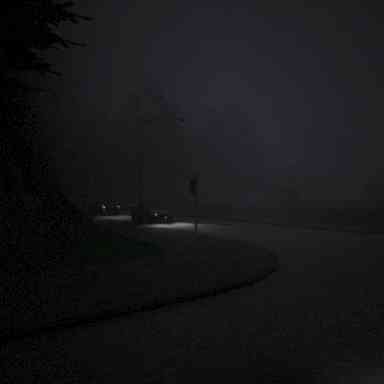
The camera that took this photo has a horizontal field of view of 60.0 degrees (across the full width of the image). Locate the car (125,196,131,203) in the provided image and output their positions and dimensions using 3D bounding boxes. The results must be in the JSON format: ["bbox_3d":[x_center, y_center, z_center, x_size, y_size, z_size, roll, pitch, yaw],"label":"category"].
[{"bbox_3d":[-8.124,1.632,40.453,1.837,1.490,4.892,1,0,-35],"label":"car"}]

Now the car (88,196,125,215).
[{"bbox_3d":[-9.150,1.447,34.686,2.097,1.767,4.553,1,0,-35],"label":"car"}]

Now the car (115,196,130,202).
[{"bbox_3d":[-16.577,1.546,79.340,1.994,1.381,4.181,1,0,-36],"label":"car"}]

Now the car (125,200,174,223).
[{"bbox_3d":[-3.273,1.621,26.450,1.812,1.442,4.674,1,0,-36],"label":"car"}]
